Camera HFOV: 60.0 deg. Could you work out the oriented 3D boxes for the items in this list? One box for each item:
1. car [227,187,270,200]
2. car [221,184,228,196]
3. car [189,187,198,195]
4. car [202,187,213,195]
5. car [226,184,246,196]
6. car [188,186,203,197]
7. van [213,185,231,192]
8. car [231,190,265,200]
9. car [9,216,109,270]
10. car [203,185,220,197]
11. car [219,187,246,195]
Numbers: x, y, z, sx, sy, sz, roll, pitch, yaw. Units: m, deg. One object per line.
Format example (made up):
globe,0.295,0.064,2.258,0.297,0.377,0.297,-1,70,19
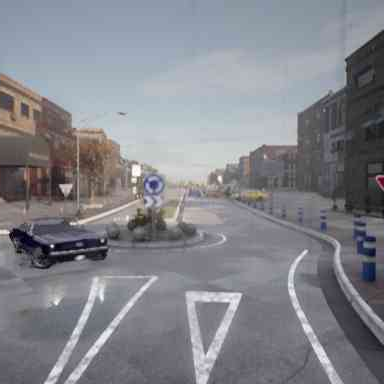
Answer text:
car,7.986,0.454,46.193,5.366,1.575,1.946,0,2,-1
car,8.100,-0.095,54.449,5.566,2.045,2.435,0,2,-1
car,0.248,-0.307,69.332,1.882,1.535,5.008,0,2,-1
car,3.248,-0.238,69.371,2.033,1.411,5.357,0,2,-1
car,8.072,0.127,51.699,4.553,1.767,2.185,0,2,-1
car,0.424,-0.130,59.151,2.097,1.767,4.553,0,2,0
van,7.583,-0.897,84.756,4.442,1.987,1.878,0,1,-1
car,8.141,0.393,48.952,4.674,1.452,2.002,0,2,-1
car,-4.588,1.524,11.079,1.895,1.301,4.718,-1,1,-40
car,3.426,0.007,58.813,1.882,1.535,5.008,0,2,0
car,7.943,-0.194,65.476,4.892,1.521,2.231,0,2,-1
